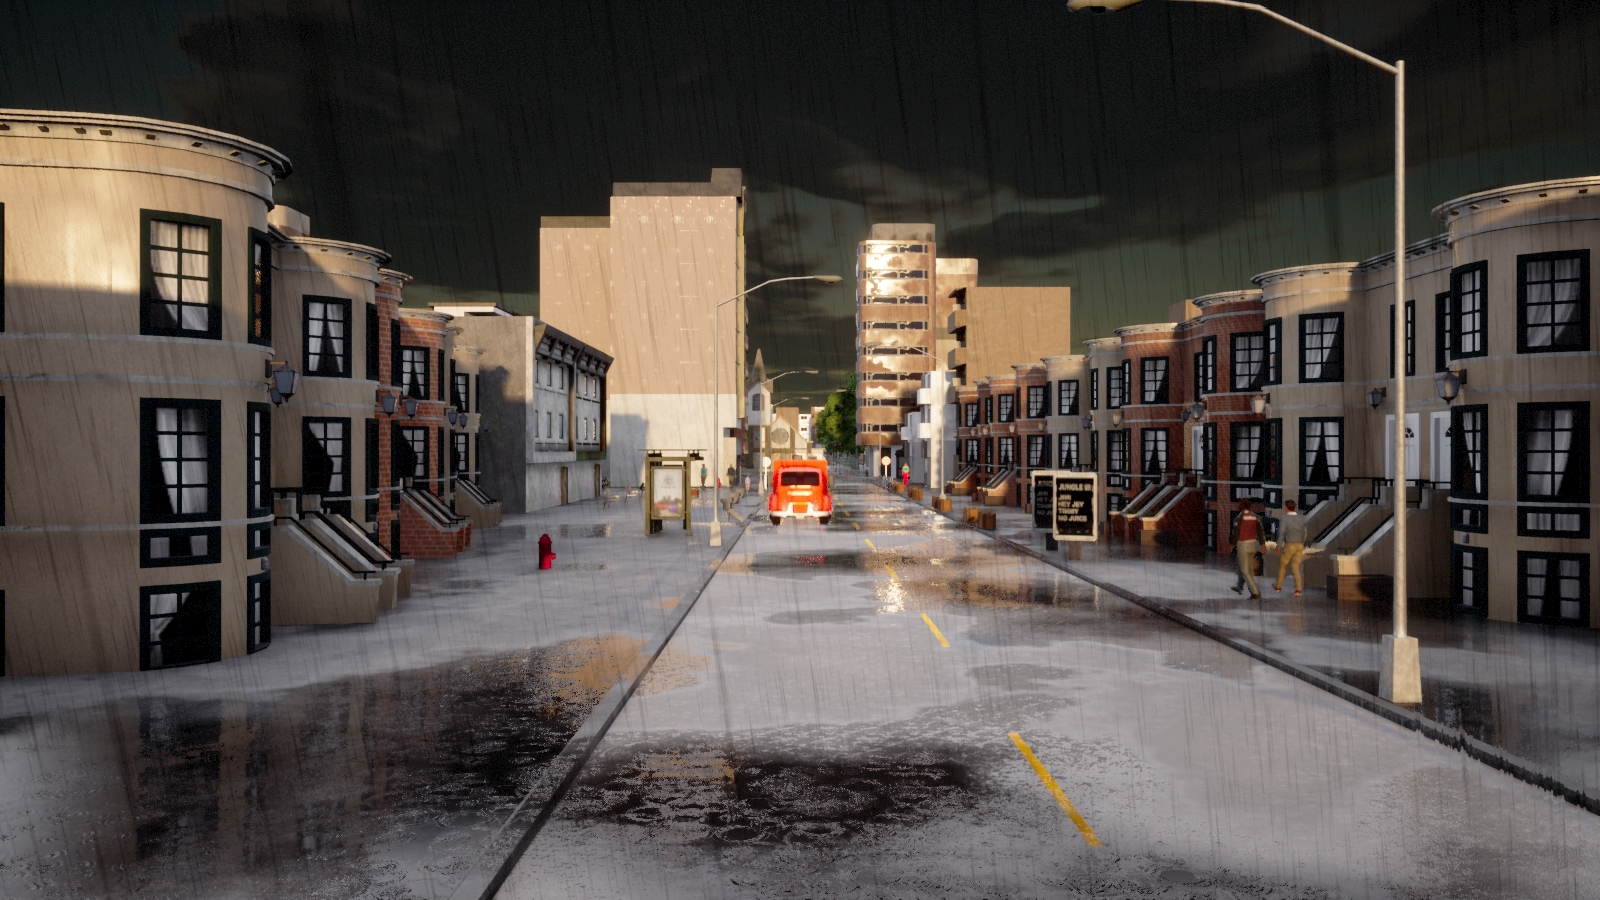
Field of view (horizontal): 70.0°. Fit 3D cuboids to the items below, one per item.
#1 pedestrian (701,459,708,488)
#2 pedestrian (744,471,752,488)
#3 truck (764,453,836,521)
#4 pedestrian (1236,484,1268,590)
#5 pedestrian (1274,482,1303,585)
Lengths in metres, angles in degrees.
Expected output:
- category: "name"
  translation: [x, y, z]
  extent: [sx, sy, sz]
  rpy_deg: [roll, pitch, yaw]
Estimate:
- category: "pedestrian"
  translation: [-6.368, 1.557, 75.866]
  extent: [0.375, 1.860, 0.375]
  rpy_deg: [0, 0, 11]
- category: "pedestrian"
  translation: [-3.457, 1.935, 75.405]
  extent: [0.500, 1.100, 0.500]
  rpy_deg: [0, 0, -7]
- category: "truck"
  translation: [0.004, 1.367, 44.256]
  extent: [2.627, 2.467, 5.204]
  rpy_deg: [0, 0, 0]
- category: "pedestrian"
  translation: [8.027, 1.532, 20.278]
  extent: [0.375, 1.860, 0.375]
  rpy_deg: [0, 0, -15]
- category: "pedestrian"
  translation: [8.998, 1.533, 21.063]
  extent: [0.375, 1.860, 0.375]
  rpy_deg: [0, 0, -1]
